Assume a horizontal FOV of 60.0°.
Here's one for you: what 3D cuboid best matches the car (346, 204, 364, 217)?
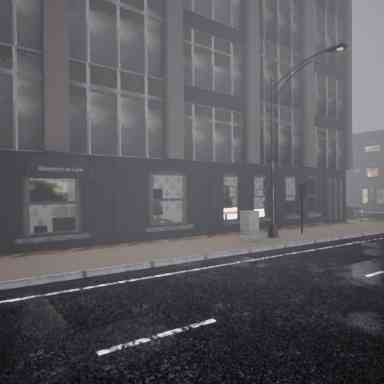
[{"bbox_3d":[15.214,1.785,34.605,2.128,1.511,4.902,-1,0,-37],"label":"car"}]
